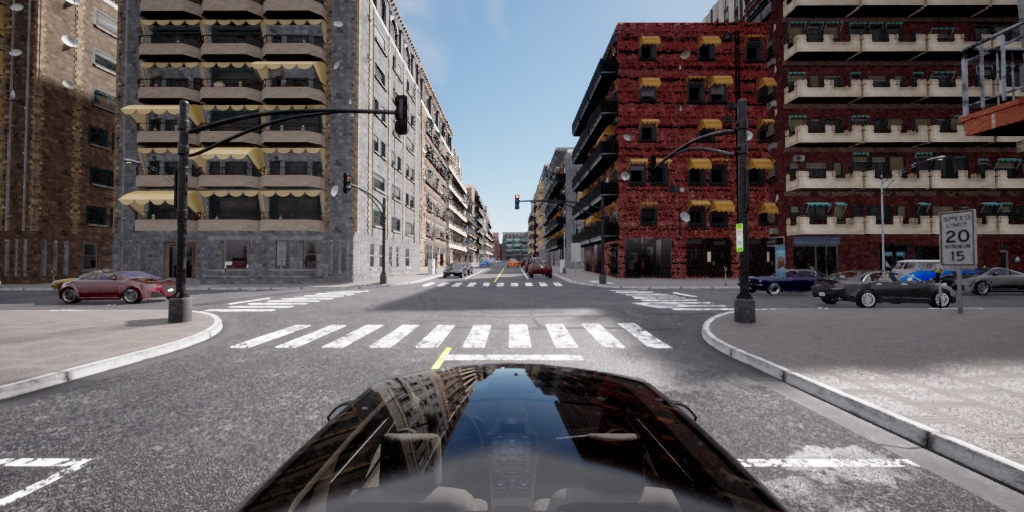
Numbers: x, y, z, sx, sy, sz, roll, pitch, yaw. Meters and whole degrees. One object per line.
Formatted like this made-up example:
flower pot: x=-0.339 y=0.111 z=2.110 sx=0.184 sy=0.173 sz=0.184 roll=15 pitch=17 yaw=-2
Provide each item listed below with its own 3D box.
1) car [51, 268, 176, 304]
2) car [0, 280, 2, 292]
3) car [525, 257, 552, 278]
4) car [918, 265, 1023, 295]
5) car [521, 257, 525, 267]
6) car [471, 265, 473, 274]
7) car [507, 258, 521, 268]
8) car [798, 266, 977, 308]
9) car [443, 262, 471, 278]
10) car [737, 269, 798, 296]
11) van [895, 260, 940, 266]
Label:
car: x=-17.189 y=1.339 z=15.970 sx=4.181 sy=1.385 sz=1.994 roll=0 pitch=-1 yaw=0
car: x=-26.678 y=1.027 z=16.012 sx=5.566 sy=2.045 sz=2.150 roll=0 pitch=-1 yaw=0
car: x=2.608 y=1.077 z=33.684 sx=2.192 sy=1.841 sz=5.009 roll=0 pitch=0 yaw=0
car: x=24.579 y=1.287 z=18.766 sx=4.181 sy=1.385 sz=1.994 roll=0 pitch=-1 yaw=0
car: x=2.622 y=1.086 z=44.807 sx=2.192 sy=1.841 sz=5.009 roll=0 pitch=0 yaw=0
car: x=-5.266 y=1.331 z=39.210 sx=1.948 sy=1.339 sz=4.313 roll=0 pitch=0 yaw=0
car: x=0.177 y=1.176 z=63.717 sx=2.097 sy=1.767 sz=4.553 roll=0 pitch=0 yaw=0
car: x=13.760 y=1.185 z=13.376 sx=4.403 sy=1.370 sz=2.007 roll=0 pitch=0 yaw=0
car: x=-5.274 y=1.328 z=33.649 sx=1.948 sy=1.339 sz=4.313 roll=0 pitch=0 yaw=0
car: x=14.574 y=1.347 z=18.801 sx=4.718 sy=1.301 sz=1.895 roll=0 pitch=-1 yaw=-2
van: x=24.928 y=1.115 z=21.214 sx=3.998 sy=1.789 sz=1.690 roll=0 pitch=0 yaw=0
